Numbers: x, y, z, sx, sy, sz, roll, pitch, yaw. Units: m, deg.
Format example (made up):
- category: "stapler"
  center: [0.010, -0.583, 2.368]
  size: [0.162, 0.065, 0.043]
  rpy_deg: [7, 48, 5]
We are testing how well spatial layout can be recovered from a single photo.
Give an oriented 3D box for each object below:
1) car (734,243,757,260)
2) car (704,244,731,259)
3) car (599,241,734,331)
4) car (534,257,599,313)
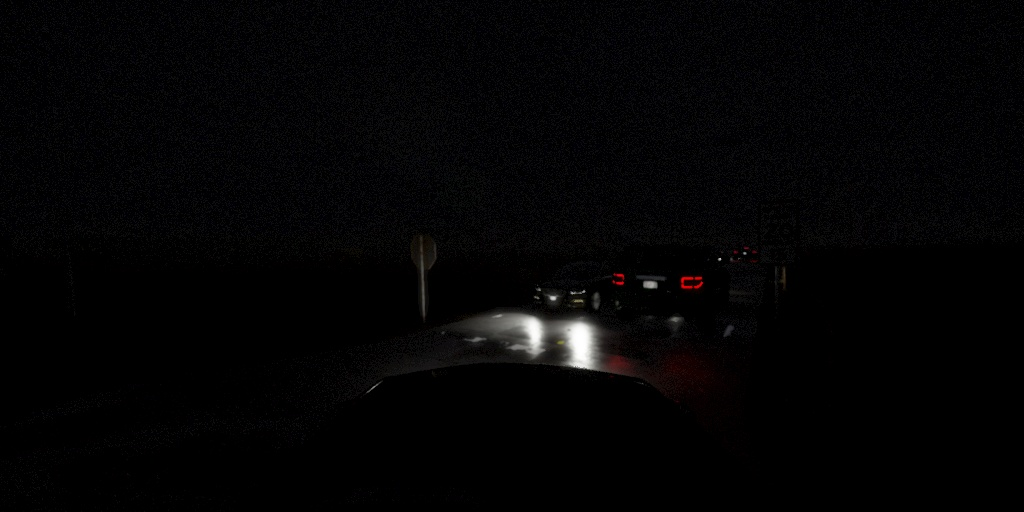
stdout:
- category: "car"
  center: [22.781, -0.341, 34.886]
  size: [1.994, 1.385, 4.181]
  rpy_deg: [1, 3, 36]
- category: "car"
  center: [22.928, -0.557, 39.863]
  size: [2.033, 1.411, 5.357]
  rpy_deg: [1, 3, 36]
- category: "car"
  center: [4.602, 0.607, 10.012]
  size: [2.150, 2.045, 5.566]
  rpy_deg: [1, 3, 36]
- category: "car"
  center: [2.584, 0.838, 12.090]
  size: [1.837, 1.490, 4.892]
  rpy_deg: [1, 3, 36]
